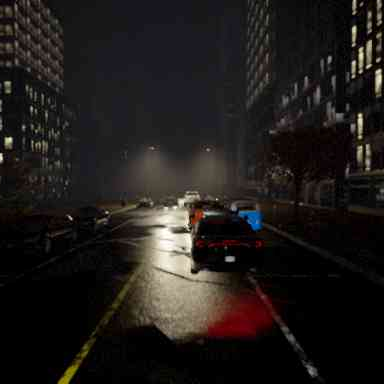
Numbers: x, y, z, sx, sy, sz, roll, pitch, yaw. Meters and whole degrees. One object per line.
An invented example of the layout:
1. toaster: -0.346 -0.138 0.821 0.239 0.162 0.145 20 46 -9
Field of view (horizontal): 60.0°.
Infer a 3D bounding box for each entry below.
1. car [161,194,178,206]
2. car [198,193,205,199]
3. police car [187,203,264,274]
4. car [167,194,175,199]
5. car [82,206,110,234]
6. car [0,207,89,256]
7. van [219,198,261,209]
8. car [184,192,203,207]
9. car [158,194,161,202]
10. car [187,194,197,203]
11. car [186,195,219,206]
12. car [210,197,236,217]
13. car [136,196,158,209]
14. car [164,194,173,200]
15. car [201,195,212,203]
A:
1. car: -3.010 1.307 48.339 1.994 1.385 4.181 0 0 0
2. car: 2.666 1.069 91.518 1.752 1.417 4.829 -1 0 0
3. police car: 0.898 1.365 10.459 1.930 1.638 5.238 0 0 0
4. car: -5.713 1.126 91.347 1.802 1.307 4.206 -1 0 0
5. car: -5.705 1.447 18.224 2.008 1.369 4.403 -1 0 0
6. car: -5.704 1.478 12.599 2.008 1.369 4.403 -1 0 0
7. van: 2.671 1.238 18.224 1.690 1.788 3.998 -1 0 0
8. car: 0.014 0.968 46.862 2.150 2.045 5.566 0 0 0
9. car: -5.712 1.109 63.222 1.967 1.590 4.097 -1 0 0
10. car: -0.007 1.161 60.386 1.882 1.535 5.008 0 0 0
11. car: 0.886 1.238 20.322 2.097 1.767 4.553 0 0 0
12. car: 2.672 1.277 29.474 1.967 1.590 4.097 -1 0 0
13. car: -5.707 1.330 40.723 2.008 1.369 4.403 -1 0 0
14. car: -5.712 1.137 80.098 1.887 1.381 4.507 -1 0 0
15. car: 2.671 1.236 63.224 1.947 1.339 4.313 -1 0 0
